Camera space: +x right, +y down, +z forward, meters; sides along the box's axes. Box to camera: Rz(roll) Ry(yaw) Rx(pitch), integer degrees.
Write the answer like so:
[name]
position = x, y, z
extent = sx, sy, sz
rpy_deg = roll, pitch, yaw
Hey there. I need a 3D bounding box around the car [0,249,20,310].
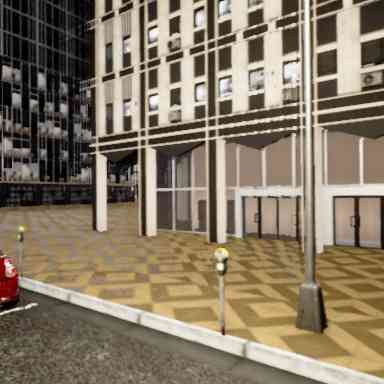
[car]
position = -5.276, 1.460, 6.645
extent = 4.097, 1.590, 1.967
rpy_deg = 0, -1, 36
